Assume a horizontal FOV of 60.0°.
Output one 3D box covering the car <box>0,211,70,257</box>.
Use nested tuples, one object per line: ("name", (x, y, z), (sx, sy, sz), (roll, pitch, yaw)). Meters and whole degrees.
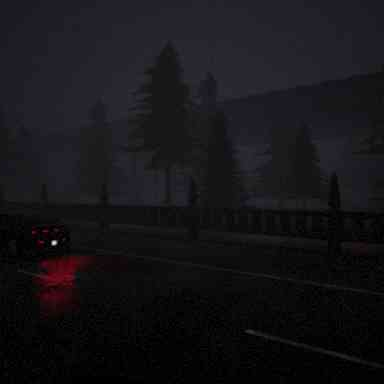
("car", (-6.819, 1.520, 13.129), (4.892, 1.490, 1.837), (0, 0, 36))
